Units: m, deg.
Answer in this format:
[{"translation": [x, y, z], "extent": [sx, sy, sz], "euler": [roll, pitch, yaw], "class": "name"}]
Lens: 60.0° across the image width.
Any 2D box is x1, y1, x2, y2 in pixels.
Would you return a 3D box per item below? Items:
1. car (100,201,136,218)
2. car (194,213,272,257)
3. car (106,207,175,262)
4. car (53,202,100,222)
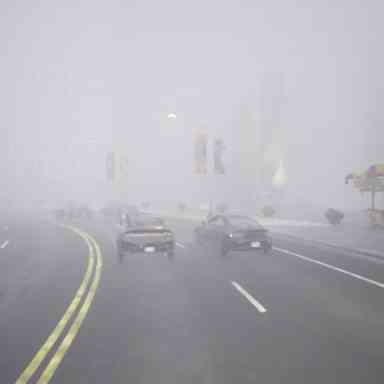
[{"translation": [-6.225, 1.536, 27.927], "extent": [2.128, 1.511, 4.902], "euler": [0, 0, -37], "class": "car"}, {"translation": [1.454, 1.556, 13.098], "extent": [1.812, 1.442, 4.674], "euler": [0, 0, -16], "class": "car"}, {"translation": [-1.922, 1.512, 12.291], "extent": [2.128, 1.511, 4.902], "euler": [0, 0, -16], "class": "car"}, {"translation": [-9.542, 1.526, 26.524], "extent": [2.128, 1.511, 4.902], "euler": [0, 0, -39], "class": "car"}]
